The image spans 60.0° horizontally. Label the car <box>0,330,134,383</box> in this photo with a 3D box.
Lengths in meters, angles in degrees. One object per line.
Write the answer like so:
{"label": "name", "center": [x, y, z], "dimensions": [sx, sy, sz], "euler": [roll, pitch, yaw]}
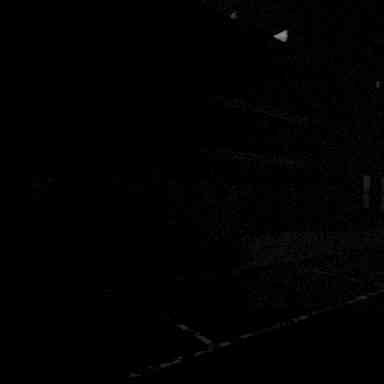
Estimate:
{"label": "car", "center": [-2.691, 1.533, 1.152], "dimensions": [5.357, 1.411, 2.033], "euler": [1, 0, -35]}
